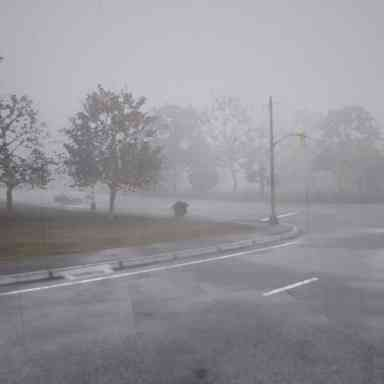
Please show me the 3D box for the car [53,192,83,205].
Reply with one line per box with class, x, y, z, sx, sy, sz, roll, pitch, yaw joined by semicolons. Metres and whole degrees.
car;-15.328;0.717;40.856;4.674;1.442;1.812;3;4;39
